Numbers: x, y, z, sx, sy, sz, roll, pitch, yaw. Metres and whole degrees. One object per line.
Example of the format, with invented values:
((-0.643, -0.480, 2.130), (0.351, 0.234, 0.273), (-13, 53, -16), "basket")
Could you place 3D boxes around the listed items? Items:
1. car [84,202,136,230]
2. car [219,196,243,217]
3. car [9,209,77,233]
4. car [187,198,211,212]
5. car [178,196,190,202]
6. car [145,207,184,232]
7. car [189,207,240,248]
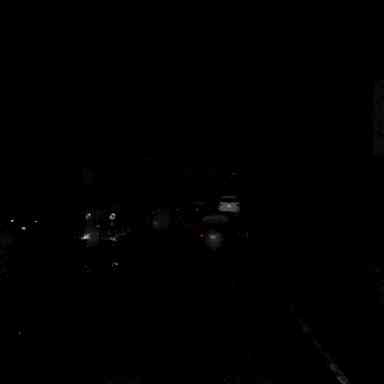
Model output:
((-5.296, 1.481, 22.049), (2.097, 1.767, 4.553), (0, 0, 8), "car")
((4.038, 1.441, 34.486), (2.150, 2.045, 5.566), (0, 0, 11), "car")
((-9.041, 1.712, 20.586), (1.895, 1.301, 4.718), (0, 0, 7), "car")
((0.964, 1.700, 37.006), (1.882, 1.535, 5.008), (0, 0, 11), "car")
((-1.338, 1.373, 60.928), (1.882, 1.535, 5.008), (0, 0, 12), "car")
((-1.681, 1.658, 21.140), (1.812, 1.442, 4.674), (0, 0, 8), "car")
((1.126, 1.628, 15.302), (1.812, 1.442, 4.674), (0, 0, 6), "car")
